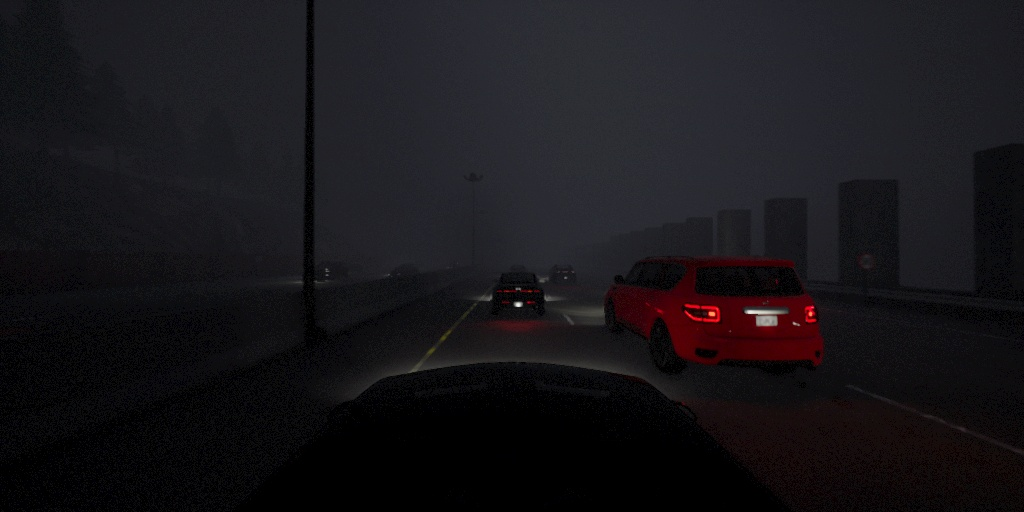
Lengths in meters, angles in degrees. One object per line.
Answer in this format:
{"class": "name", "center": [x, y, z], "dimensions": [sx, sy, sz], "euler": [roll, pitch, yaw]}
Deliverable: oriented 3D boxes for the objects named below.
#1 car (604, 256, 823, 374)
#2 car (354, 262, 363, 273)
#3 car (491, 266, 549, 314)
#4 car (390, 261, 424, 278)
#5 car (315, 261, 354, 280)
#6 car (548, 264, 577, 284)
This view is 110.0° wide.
{"class": "car", "center": [3.642, 1.016, 7.765], "dimensions": [2.150, 2.045, 5.566], "euler": [0, 0, 1]}
{"class": "car", "center": [-20.650, 1.469, 45.544], "dimensions": [2.128, 1.511, 4.902], "euler": [0, 0, 0]}
{"class": "car", "center": [0.248, 1.331, 14.142], "dimensions": [1.837, 1.490, 4.892], "euler": [0, 0, 1]}
{"class": "car", "center": [-10.139, 1.492, 34.257], "dimensions": [1.994, 1.385, 4.181], "euler": [0, 0, 0]}
{"class": "car", "center": [-17.142, 1.264, 33.728], "dimensions": [2.097, 1.767, 4.553], "euler": [0, 0, 0]}
{"class": "car", "center": [4.011, 1.413, 28.993], "dimensions": [2.128, 1.511, 4.902], "euler": [0, 0, 1]}
